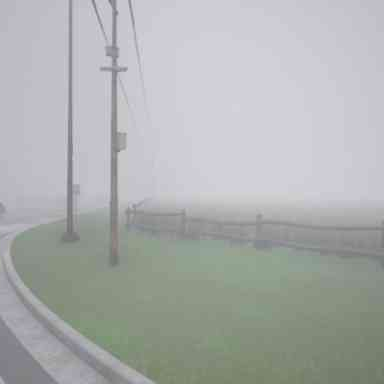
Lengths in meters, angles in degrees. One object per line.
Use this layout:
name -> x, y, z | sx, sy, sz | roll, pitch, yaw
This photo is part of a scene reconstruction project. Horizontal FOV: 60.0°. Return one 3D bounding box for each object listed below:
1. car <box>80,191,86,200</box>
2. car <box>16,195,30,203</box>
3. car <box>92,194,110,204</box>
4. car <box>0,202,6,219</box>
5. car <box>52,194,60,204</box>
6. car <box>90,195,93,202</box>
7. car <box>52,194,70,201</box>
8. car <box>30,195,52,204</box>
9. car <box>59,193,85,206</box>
car -> -23.753, 0.796, 69.641 | 2.150, 2.045, 5.566 | 0, 0, -5
car -> -29.849, 1.249, 59.703 | 1.837, 1.490, 4.892 | 0, 0, -5
car -> -15.644, 1.341, 58.959 | 2.033, 1.411, 5.357 | 0, 0, -5
car -> -16.000, 1.101, 24.660 | 2.150, 2.045, 5.566 | 0, 0, -5
car -> -22.797, 1.274, 59.237 | 1.837, 1.490, 4.892 | 0, 0, -5
car -> -20.313, 1.226, 70.458 | 1.882, 1.535, 5.008 | 0, 0, -5
car -> -27.237, 1.100, 69.292 | 2.033, 1.411, 5.357 | 0, 0, -5
car -> -26.282, 1.236, 58.916 | 1.882, 1.535, 5.008 | 0, 0, -5
car -> -18.461, 1.309, 51.401 | 1.837, 1.490, 4.892 | 0, 0, -5
